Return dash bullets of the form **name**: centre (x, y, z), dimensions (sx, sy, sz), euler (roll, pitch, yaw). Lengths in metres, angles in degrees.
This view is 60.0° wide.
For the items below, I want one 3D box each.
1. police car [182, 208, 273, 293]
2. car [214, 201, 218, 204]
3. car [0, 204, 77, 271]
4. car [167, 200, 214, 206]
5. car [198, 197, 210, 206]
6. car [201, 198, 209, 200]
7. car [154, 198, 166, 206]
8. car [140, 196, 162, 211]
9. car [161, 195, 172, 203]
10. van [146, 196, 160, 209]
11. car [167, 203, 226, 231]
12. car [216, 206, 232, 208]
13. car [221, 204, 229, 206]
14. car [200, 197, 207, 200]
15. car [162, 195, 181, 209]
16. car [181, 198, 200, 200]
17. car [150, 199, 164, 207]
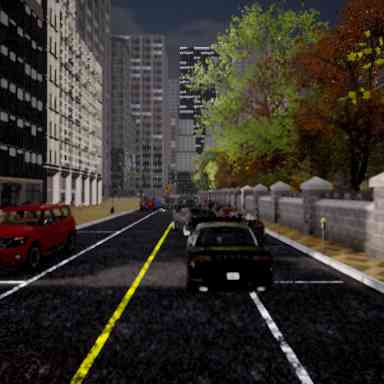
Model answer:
- **police car**: centre (0.798, 1.464, 9.144), dimensions (1.930, 1.638, 5.238), euler (0, 0, 0)
- **car**: centre (2.407, 1.681, 27.773), dimensions (1.947, 1.339, 4.313), euler (0, 0, 0)
- **car**: centre (-5.501, 1.363, 11.218), dimensions (2.192, 1.841, 5.009), euler (0, 0, 0)
- **car**: centre (0.019, 1.610, 25.357), dimensions (1.837, 1.490, 4.892), euler (0, 0, 17)
- **car**: centre (2.169, 1.682, 61.071), dimensions (1.967, 1.590, 4.097), euler (0, 0, 0)
- **car**: centre (2.328, 1.725, 38.872), dimensions (1.947, 1.339, 4.313), euler (0, 0, 0)
- **car**: centre (-5.855, 1.767, 60.917), dimensions (1.752, 1.417, 4.829), euler (0, 0, 0)
- **car**: centre (-5.737, 1.496, 44.465), dimensions (2.192, 1.841, 5.009), euler (0, 0, 0)
- **car**: centre (-5.830, 1.617, 77.710), dimensions (2.192, 1.841, 5.009), euler (0, 0, 0)
- **van**: centre (-5.777, 1.543, 50.006), dimensions (1.690, 1.788, 3.998), euler (0, 0, 0)
- **car**: centre (0.130, 1.583, 18.765), dimensions (1.837, 1.490, 4.892), euler (0, 0, -15)
- **car**: centre (2.487, 1.621, 16.674), dimensions (2.008, 1.369, 4.403), euler (0, 0, 0)
- **car**: centre (2.447, 1.674, 22.223), dimensions (1.802, 1.307, 4.206), euler (0, 0, 0)
- **car**: centre (2.249, 1.783, 49.971), dimensions (1.802, 1.307, 4.206), euler (0, 0, 0)
- **car**: centre (-3.053, 1.544, 47.975), dimensions (2.097, 1.767, 4.553), euler (0, 0, 0)
- **car**: centre (-0.259, 1.705, 44.024), dimensions (1.812, 1.442, 4.674), euler (0, 0, 0)
- **car**: centre (-5.816, 1.804, 55.546), dimensions (1.802, 1.307, 4.206), euler (0, 0, 0)
